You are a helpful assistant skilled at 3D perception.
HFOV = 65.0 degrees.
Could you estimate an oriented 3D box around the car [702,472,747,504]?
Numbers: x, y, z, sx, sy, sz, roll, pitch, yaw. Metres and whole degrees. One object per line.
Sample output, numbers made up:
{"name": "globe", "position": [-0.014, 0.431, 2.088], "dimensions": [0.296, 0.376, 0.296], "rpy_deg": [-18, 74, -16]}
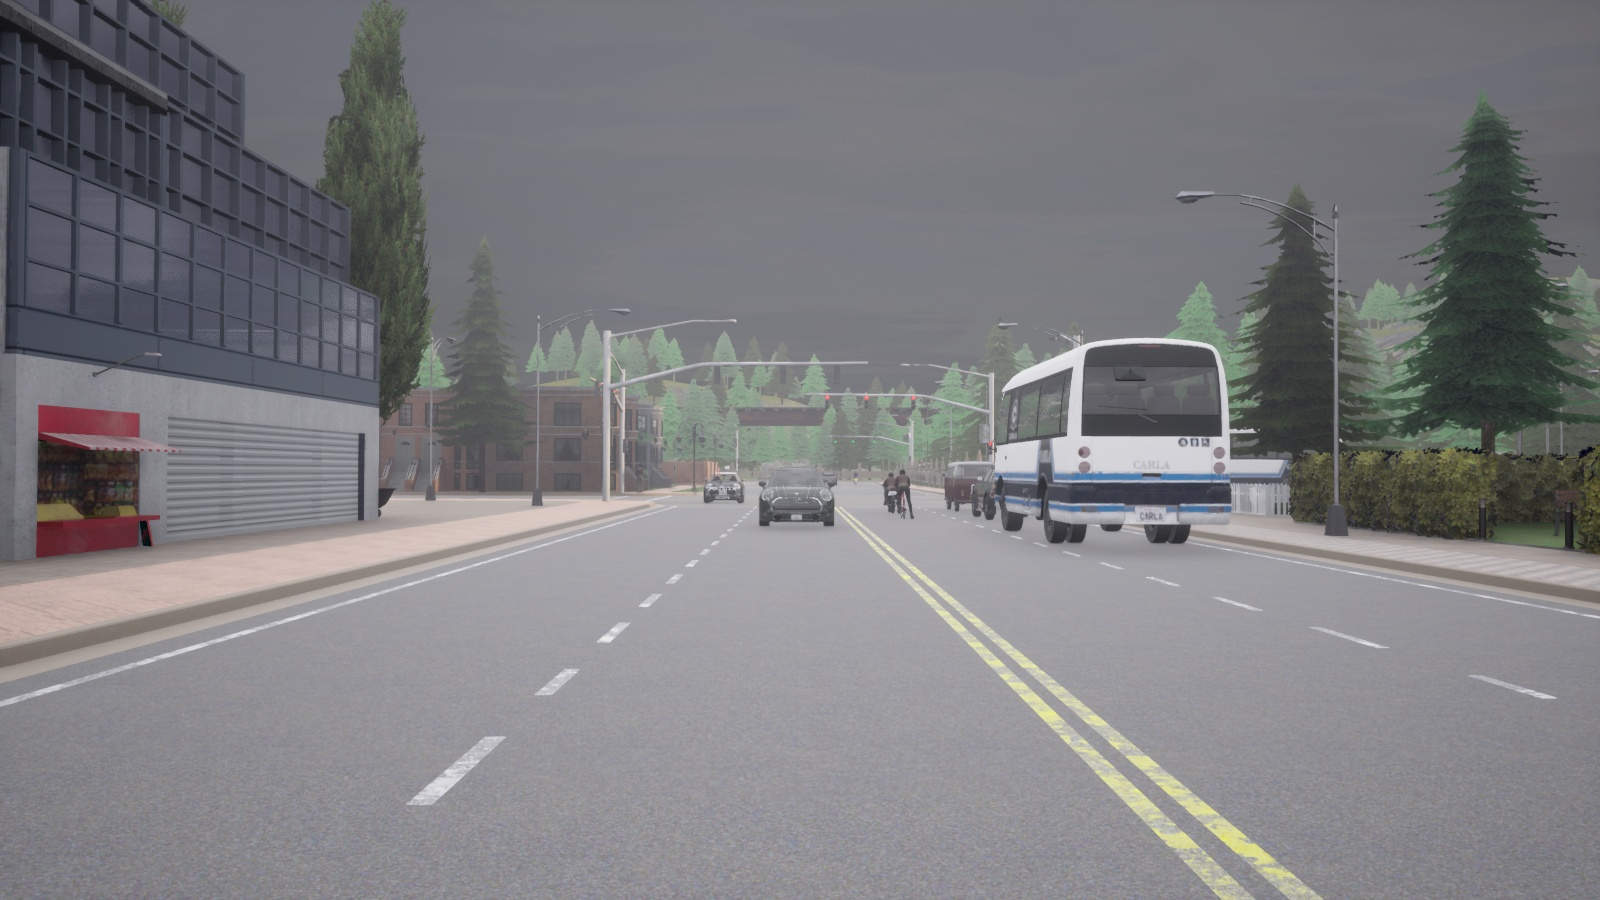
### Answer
{"name": "car", "position": [-3.639, 1.814, 60.872], "dimensions": [1.970, 1.475, 3.806], "rpy_deg": [0, -1, 0]}

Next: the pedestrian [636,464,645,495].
{"name": "pedestrian", "position": [-9.866, 1.811, 77.813], "dimensions": [0.402, 1.930, 0.666], "rpy_deg": [0, -1, 7]}

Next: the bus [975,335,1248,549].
{"name": "bus", "position": [6.925, -0.084, 30.178], "dimensions": [3.944, 4.253, 10.273], "rpy_deg": [0, -1, 0]}

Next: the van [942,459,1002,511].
{"name": "van", "position": [6.883, 1.387, 50.564], "dimensions": [1.775, 1.987, 4.442], "rpy_deg": [0, -1, 0]}

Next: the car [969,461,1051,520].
{"name": "car", "position": [6.904, 1.302, 41.671], "dimensions": [1.932, 1.855, 4.605], "rpy_deg": [0, -1, 0]}

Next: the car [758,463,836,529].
{"name": "car", "position": [-0.083, 1.277, 36.042], "dimensions": [2.097, 1.767, 4.553], "rpy_deg": [0, -1, 0]}

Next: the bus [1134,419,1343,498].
{"name": "bus", "position": [24.327, 0.516, 70.172], "dimensions": [10.273, 4.253, 3.944], "rpy_deg": [0, -1, 0]}

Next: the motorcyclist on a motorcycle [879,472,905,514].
{"name": "motorcyclist on a motorcycle", "position": [3.394, 1.563, 46.551], "dimensions": [0.797, 1.523, 2.044], "rpy_deg": [0, -1, 0]}
